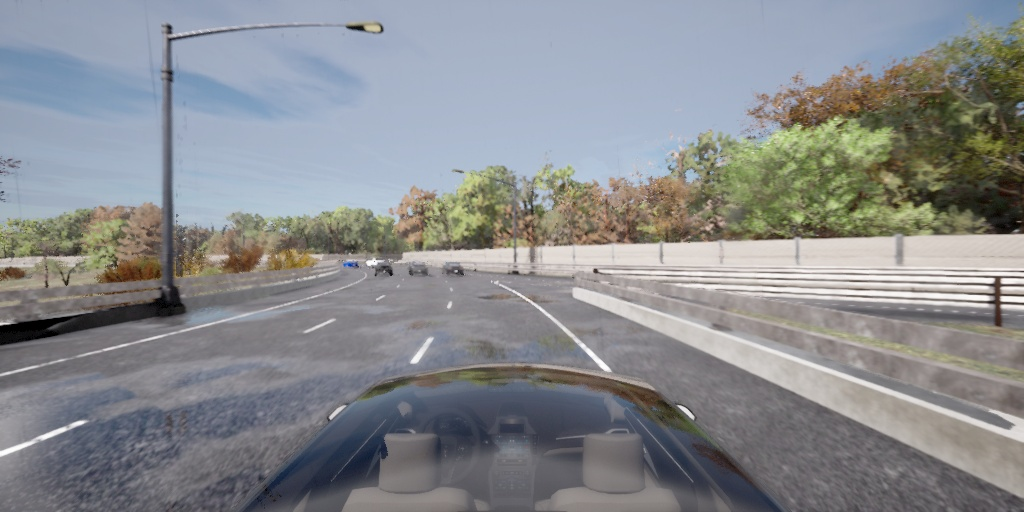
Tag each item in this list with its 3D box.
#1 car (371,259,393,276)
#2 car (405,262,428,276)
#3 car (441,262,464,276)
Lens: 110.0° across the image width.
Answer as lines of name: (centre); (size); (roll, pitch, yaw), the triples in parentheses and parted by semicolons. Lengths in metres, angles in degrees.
car: (-14.725, 1.427, 40.971); (1.837, 1.490, 4.892); (1, 0, -22)
car: (-10.495, 1.386, 39.774); (2.128, 1.511, 4.902); (0, 0, -20)
car: (-6.516, 1.395, 38.990); (1.812, 1.442, 4.674); (0, 0, -20)
